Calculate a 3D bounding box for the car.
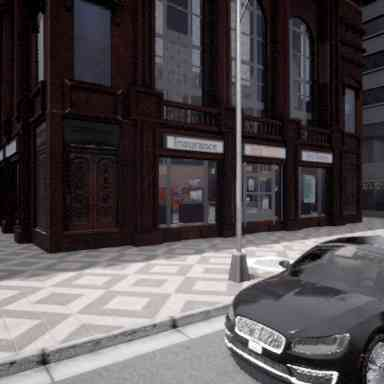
[{"bbox_3d":[2.692,1.511,5.178,4.892,1.490,1.837,0,0,-36],"label":"car"}]
